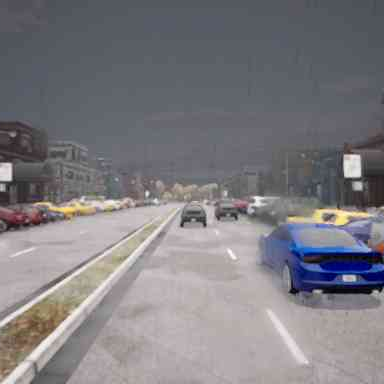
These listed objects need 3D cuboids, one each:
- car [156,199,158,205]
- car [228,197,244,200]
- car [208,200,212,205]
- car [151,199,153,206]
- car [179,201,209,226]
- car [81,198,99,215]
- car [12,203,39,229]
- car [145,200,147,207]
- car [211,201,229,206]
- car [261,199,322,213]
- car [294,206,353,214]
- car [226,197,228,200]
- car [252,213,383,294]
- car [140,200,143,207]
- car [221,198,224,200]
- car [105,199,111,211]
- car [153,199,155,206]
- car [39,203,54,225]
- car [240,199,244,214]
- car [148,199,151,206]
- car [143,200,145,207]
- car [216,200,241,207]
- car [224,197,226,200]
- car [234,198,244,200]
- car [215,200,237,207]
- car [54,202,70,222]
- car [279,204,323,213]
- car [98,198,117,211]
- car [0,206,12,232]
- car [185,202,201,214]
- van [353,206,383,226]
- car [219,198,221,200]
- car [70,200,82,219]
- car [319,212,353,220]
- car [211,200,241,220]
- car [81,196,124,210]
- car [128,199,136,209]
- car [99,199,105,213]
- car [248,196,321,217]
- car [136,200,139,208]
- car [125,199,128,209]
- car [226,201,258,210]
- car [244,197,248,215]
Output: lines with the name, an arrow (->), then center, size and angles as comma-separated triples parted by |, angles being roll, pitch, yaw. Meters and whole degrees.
car -> -12.686, 3.158, 93.217 | 4.674, 1.452, 2.002 | 0, -2, 0
car -> 7.622, 1.556, 40.201 | 5.566, 2.045, 2.435 | 0, -1, 0
car -> 7.846, 3.011, 89.807 | 5.366, 1.575, 1.946 | 0, -2, 0
car -> -12.710, 2.842, 82.107 | 4.674, 1.452, 2.002 | 0, -2, 0
car -> 0.107, 1.707, 25.214 | 1.837, 1.490, 4.892 | 0, -1, 0
car -> -12.999, 1.735, 35.020 | 5.366, 1.575, 1.946 | 0, 0, 0
car -> -12.838, 1.653, 21.001 | 5.008, 1.535, 2.097 | 0, 0, 0
car -> -12.730, 2.502, 70.996 | 4.892, 1.521, 2.231 | 0, -2, 0
car -> 7.685, 3.125, 92.561 | 4.792, 1.488, 2.163 | 0, -2, 0
car -> 7.615, 1.549, 23.663 | 4.553, 1.767, 2.185 | 0, 0, 0
car -> 7.830, 1.617, 15.386 | 5.366, 1.575, 1.946 | 0, 0, 0
car -> 7.622, 1.594, 42.954 | 5.566, 2.045, 2.435 | 0, -1, 0
car -> 3.103, 1.567, 9.033 | 1.882, 1.535, 5.008 | 0, 0, 0
car -> -12.719, 2.385, 65.439 | 4.792, 1.488, 2.163 | 0, -1, 0
car -> 7.648, 2.070, 53.969 | 5.008, 1.535, 2.097 | 0, -1, 0
car -> -12.799, 1.837, 40.448 | 4.674, 1.452, 2.002 | 0, -1, 0
car -> -12.735, 2.909, 84.885 | 4.792, 1.488, 2.163 | 0, -2, 0
car -> -12.867, 1.698, 23.780 | 4.792, 1.488, 2.163 | 0, 0, 0
car -> 7.678, 1.777, 34.689 | 4.792, 1.488, 2.163 | 0, 0, 0
car -> -12.718, 2.653, 76.677 | 5.008, 1.535, 2.097 | 0, -2, 0
car -> -12.747, 2.427, 68.217 | 5.008, 1.535, 2.097 | 0, -1, 0
car -> 7.652, 2.483, 70.508 | 5.008, 1.535, 2.097 | 0, -2, 0
car -> 7.623, 1.643, 45.711 | 5.566, 2.045, 2.435 | 0, -1, 0
car -> 7.644, 1.771, 37.441 | 5.008, 1.535, 2.097 | 0, -1, 0
car -> 7.688, 2.658, 76.019 | 4.792, 1.488, 2.163 | 0, -2, 0
car -> -12.838, 1.685, 26.560 | 4.892, 1.521, 2.231 | 0, 0, 0
car -> 7.830, 1.636, 18.146 | 5.366, 1.575, 1.946 | 0, 0, 0
car -> -12.981, 1.836, 43.222 | 5.366, 1.575, 1.946 | 0, -1, 0
car -> -12.881, 1.510, 18.223 | 4.553, 1.767, 2.185 | 0, 0, 0
car -> 0.111, 1.951, 41.899 | 1.895, 1.301, 4.718 | 0, -1, 0
van -> 7.526, 1.350, 9.873 | 4.442, 1.987, 1.878 | 0, -1, 0
car -> 7.684, 2.235, 59.482 | 4.792, 1.488, 2.163 | 0, -1, 0
car -> -12.830, 1.700, 29.464 | 5.008, 1.535, 2.097 | 0, 0, 0
car -> 7.641, 1.639, 12.629 | 4.674, 1.452, 2.002 | 0, 0, 0
car -> 3.108, 1.743, 30.990 | 1.837, 1.490, 4.892 | 0, 0, 0
car -> -12.761, 1.636, 46.004 | 5.566, 2.045, 2.435 | 0, -1, 0
car -> -12.772, 2.147, 57.230 | 4.892, 1.521, 2.231 | 0, -1, 0
car -> -12.810, 1.804, 37.790 | 4.674, 1.452, 2.002 | 0, 0, 0
car -> 7.618, 1.439, 26.421 | 5.566, 2.045, 2.435 | 0, 0, 0
car -> -12.945, 2.213, 60.009 | 5.366, 1.575, 1.946 | 0, -1, 0
car -> -12.746, 1.880, 51.554 | 4.553, 1.767, 2.185 | 0, -1, 0
car -> 7.650, 2.047, 51.214 | 4.674, 1.452, 2.002 | 0, -1, 0
car -> 7.679, 1.599, 31.932 | 4.553, 1.767, 2.185 | 0, 0, 0
